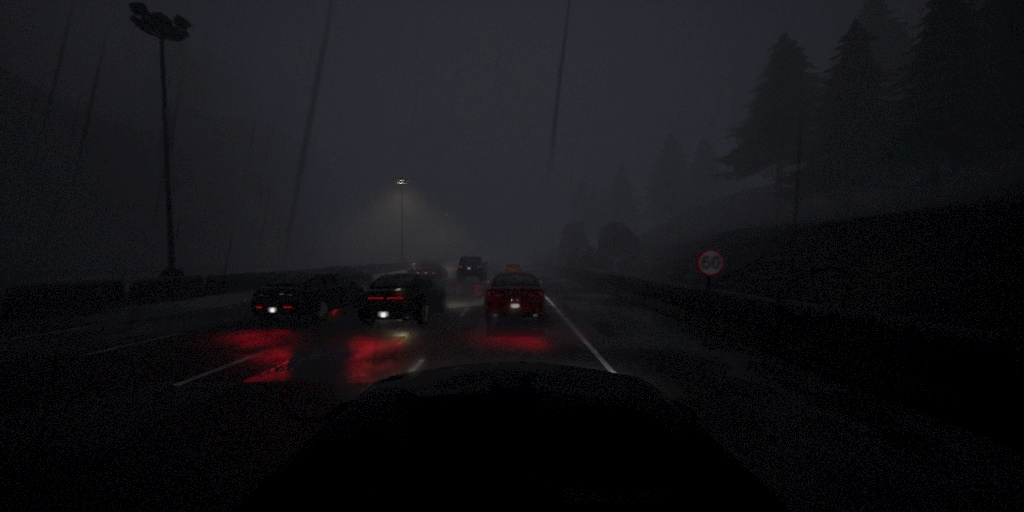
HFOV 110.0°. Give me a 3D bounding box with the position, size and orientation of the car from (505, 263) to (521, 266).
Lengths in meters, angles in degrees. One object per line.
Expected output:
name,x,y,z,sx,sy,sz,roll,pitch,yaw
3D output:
car,0.099,1.336,32.004,1.882,1.535,5.008,0,0,0

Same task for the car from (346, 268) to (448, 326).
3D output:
car,-3.400,1.308,11.901,1.837,1.490,4.892,0,0,0

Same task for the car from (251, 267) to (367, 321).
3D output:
car,-6.900,1.313,12.747,1.837,1.490,4.892,0,0,0

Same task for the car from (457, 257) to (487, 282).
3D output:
car,-3.401,1.081,31.082,2.150,2.045,5.566,0,0,0

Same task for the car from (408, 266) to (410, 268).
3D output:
car,-10.401,1.389,40.837,2.033,1.411,5.357,0,0,0

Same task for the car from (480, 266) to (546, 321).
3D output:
car,0.100,1.285,12.705,1.882,1.535,5.008,0,0,0

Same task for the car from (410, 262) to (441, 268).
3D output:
car,-6.901,1.408,31.349,2.033,1.411,5.357,0,0,0
